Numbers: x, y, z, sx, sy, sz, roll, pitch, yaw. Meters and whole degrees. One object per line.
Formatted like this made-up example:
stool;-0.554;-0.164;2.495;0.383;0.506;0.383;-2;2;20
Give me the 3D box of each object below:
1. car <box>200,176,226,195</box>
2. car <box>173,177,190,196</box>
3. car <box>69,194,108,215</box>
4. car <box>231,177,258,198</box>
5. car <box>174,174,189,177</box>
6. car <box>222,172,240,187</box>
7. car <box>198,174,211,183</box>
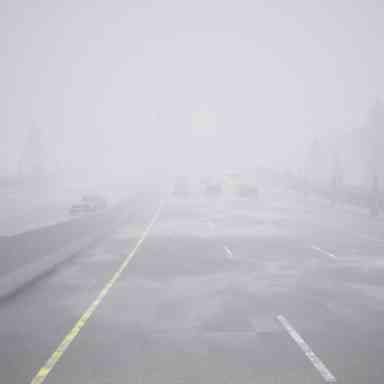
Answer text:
car;2.348;-0.570;38.239;1.882;1.535;5.008;0;7;-2
car;-1.196;-0.452;37.740;2.033;1.411;5.357;0;7;-1
car;-7.857;0.903;25.563;1.895;1.301;4.718;0;5;-2
car;5.902;-0.336;36.455;1.882;1.535;5.008;0;7;-2
car;-1.528;-1.822;48.087;1.882;1.535;5.008;0;7;-1
car;5.496;-1.845;46.441;2.150;2.045;5.566;0;7;-2
car;2.016;-1.861;48.516;1.882;1.535;5.008;0;7;-2
